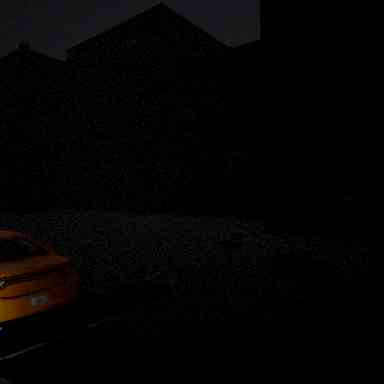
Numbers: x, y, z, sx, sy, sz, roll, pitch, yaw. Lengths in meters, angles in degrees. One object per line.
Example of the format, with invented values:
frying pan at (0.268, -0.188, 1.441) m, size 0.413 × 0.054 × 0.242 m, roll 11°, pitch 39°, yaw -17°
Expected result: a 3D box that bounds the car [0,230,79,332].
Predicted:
car at (-4.278, 1.485, 6.485) m, size 5.008 × 1.535 × 2.097 m, roll 0°, pitch 0°, yaw 37°
